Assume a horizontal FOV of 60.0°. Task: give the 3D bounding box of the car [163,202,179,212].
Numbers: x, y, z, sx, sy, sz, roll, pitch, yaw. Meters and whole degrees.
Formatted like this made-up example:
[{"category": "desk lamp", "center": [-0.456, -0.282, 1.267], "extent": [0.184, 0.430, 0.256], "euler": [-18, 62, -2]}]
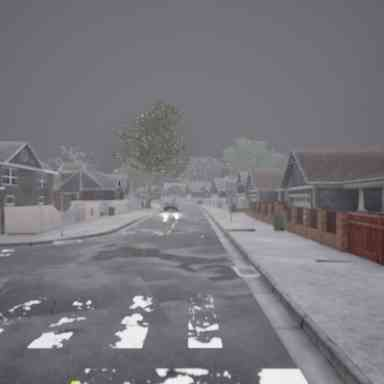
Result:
[{"category": "car", "center": [-2.749, 1.957, 44.025], "extent": [1.895, 1.301, 4.718], "euler": [0, 0, 0]}]
